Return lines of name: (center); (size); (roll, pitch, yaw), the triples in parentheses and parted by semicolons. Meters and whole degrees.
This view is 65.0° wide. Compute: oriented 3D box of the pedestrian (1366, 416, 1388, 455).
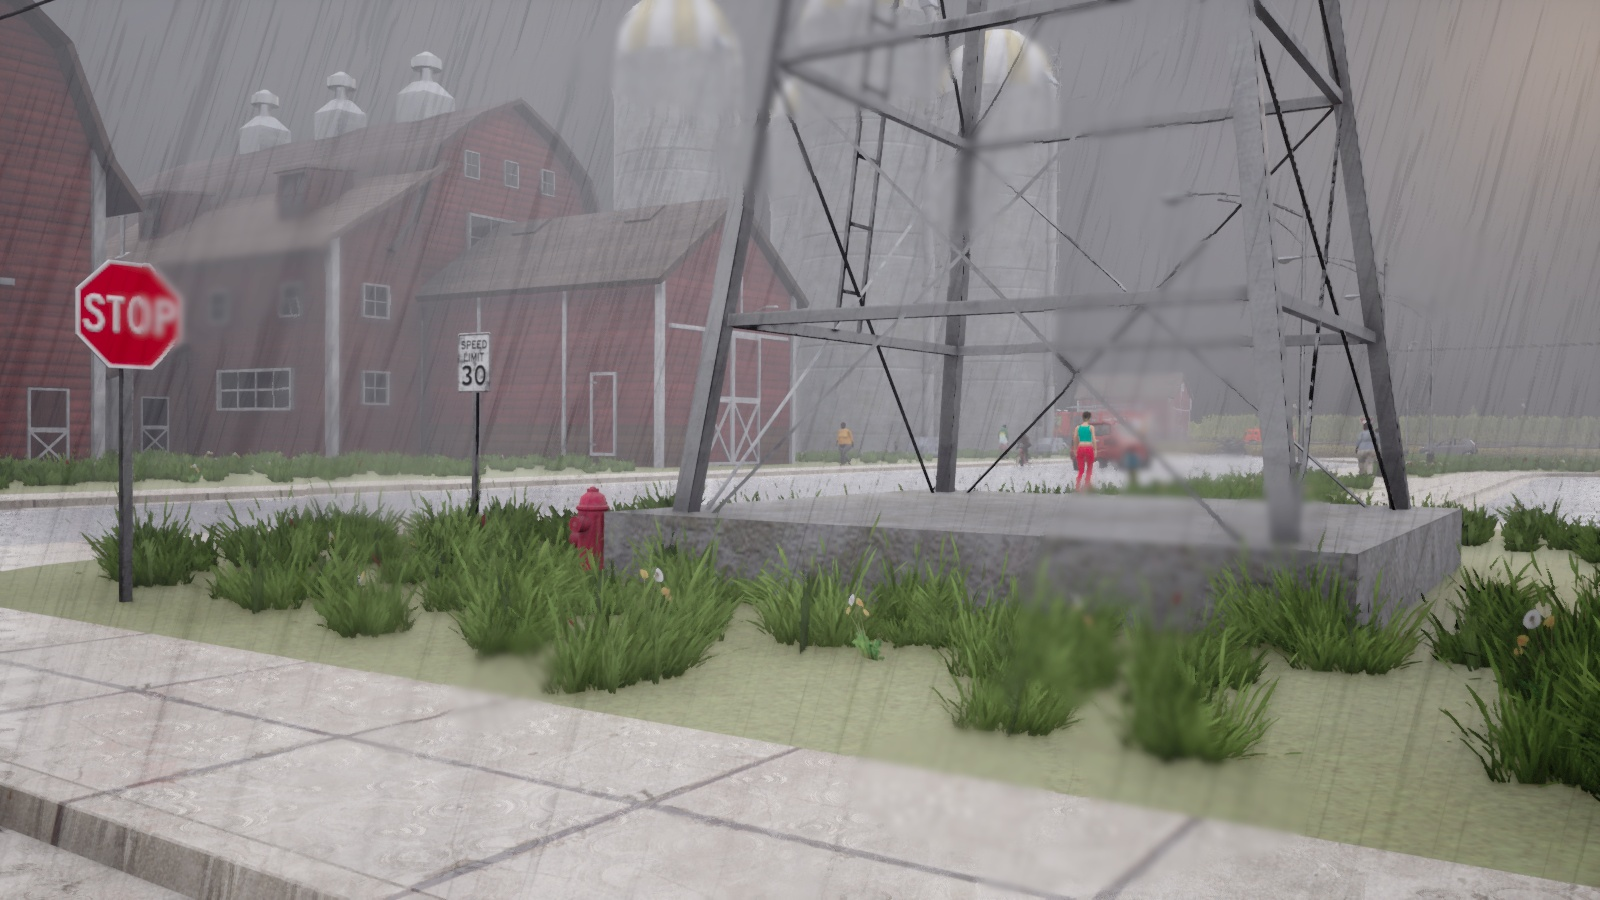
pedestrian: (27.928, -0.696, 60.783); (0.874, 1.855, 0.900); (0, 1, 32)

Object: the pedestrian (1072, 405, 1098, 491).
pedestrian: (6.178, -0.040, 27.179); (0.345, 1.836, 0.594); (0, 1, 34)

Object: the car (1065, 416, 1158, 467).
car: (13.284, -0.398, 53.301); (2.150, 2.045, 5.566); (0, 1, 33)

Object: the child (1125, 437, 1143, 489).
child: (7.688, 0.302, 28.938); (0.343, 1.192, 0.448); (0, 1, 22)

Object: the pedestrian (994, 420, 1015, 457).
pedestrian: (10.682, -0.609, 65.603); (0.873, 1.952, 0.659); (-1, 1, -41)

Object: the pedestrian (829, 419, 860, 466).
pedestrian: (1.782, -0.317, 50.388); (0.874, 1.855, 0.900); (0, 1, 39)

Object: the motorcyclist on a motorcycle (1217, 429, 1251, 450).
motorcyclist on a motorcycle: (31.523, -0.765, 91.278); (2.191, 1.530, 0.866); (0, 1, 33)

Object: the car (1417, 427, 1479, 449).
car: (44.769, -0.844, 86.729); (3.633, 1.501, 1.845); (0, 1, 33)

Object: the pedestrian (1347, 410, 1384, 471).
pedestrian: (17.599, -0.304, 39.106); (0.874, 1.855, 0.900); (0, 1, 11)
